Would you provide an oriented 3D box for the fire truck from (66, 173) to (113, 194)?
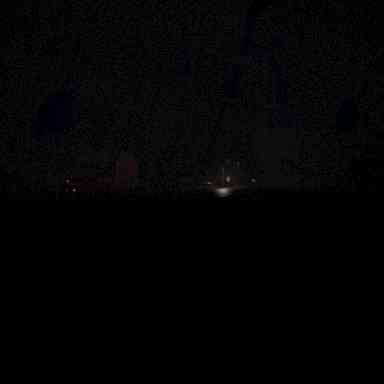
[{"bbox_3d":[-18.596,-1.611,60.848,2.891,3.827,8.468,3,4,35],"label":"fire truck"}]
